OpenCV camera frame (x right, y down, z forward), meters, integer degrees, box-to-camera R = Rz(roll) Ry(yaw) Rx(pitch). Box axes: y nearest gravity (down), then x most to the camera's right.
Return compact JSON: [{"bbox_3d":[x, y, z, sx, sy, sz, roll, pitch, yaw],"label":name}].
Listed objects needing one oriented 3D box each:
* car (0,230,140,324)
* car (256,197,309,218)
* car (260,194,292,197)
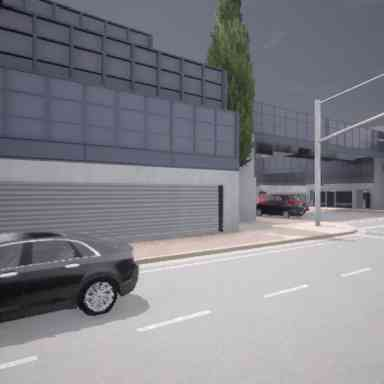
[{"bbox_3d":[-3.334,1.505,5.947,4.892,1.490,1.837,0,0,-36],"label":"car"},{"bbox_3d":[7.729,1.478,30.046,1.882,1.535,5.008,0,0,-37],"label":"car"},{"bbox_3d":[9.167,1.221,34.007,2.150,2.045,5.566,0,0,-35],"label":"car"}]
